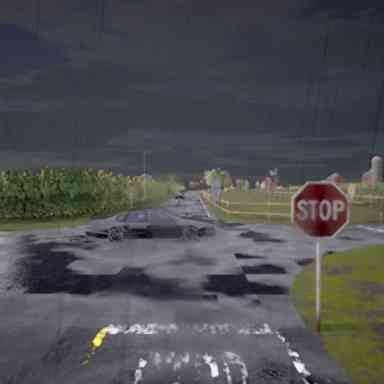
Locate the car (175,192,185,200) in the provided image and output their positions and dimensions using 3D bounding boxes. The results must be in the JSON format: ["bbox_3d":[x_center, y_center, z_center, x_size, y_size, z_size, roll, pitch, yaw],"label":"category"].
[{"bbox_3d":[-2.421,0.799,66.060,2.033,1.411,5.357,0,1,0],"label":"car"}]

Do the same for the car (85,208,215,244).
[{"bbox_3d":[-1.715,1.374,14.225,5.357,1.411,2.033,-1,0,0],"label":"car"}]
